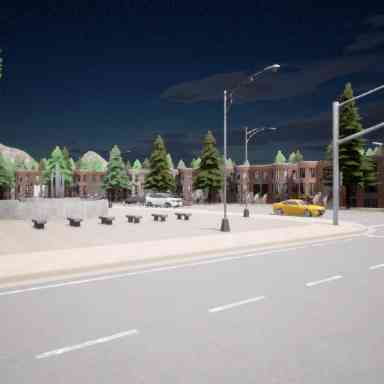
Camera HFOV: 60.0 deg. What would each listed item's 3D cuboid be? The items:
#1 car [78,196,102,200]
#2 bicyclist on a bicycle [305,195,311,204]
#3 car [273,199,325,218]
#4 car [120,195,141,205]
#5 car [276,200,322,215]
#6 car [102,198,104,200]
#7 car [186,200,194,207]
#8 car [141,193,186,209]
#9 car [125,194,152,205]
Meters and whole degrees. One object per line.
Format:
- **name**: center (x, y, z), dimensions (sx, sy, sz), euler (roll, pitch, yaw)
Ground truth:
- **car**: center (-19.742, 1.547, 60.382), dimensions (5.357, 1.411, 2.033), euler (0, 0, 9)
- **bicyclist on a bicycle**: center (16.257, 1.303, 46.652), dimensions (1.656, 1.620, 0.582), euler (0, 0, -37)
- **car**: center (9.827, 1.478, 30.812), dimensions (1.882, 1.535, 5.008), euler (0, 1, -37)
- **car**: center (-10.071, 1.505, 57.567), dimensions (4.892, 1.490, 1.837), euler (0, 0, 22)
- **car**: center (11.144, 1.563, 34.888), dimensions (1.994, 1.385, 4.181), euler (0, 0, -37)
- **car**: center (-19.439, 1.491, 63.892), dimensions (4.902, 1.511, 2.128), euler (0, 0, 7)
- **car**: center (-1.914, 1.525, 48.999), dimensions (4.674, 1.442, 1.812), euler (0, 0, 35)
- **car**: center (-4.019, 1.221, 46.307), dimensions (5.566, 2.045, 2.150), euler (0, 0, 35)
- **car**: center (-9.826, 1.352, 61.188), dimensions (4.553, 1.767, 2.097), euler (0, 0, 21)
